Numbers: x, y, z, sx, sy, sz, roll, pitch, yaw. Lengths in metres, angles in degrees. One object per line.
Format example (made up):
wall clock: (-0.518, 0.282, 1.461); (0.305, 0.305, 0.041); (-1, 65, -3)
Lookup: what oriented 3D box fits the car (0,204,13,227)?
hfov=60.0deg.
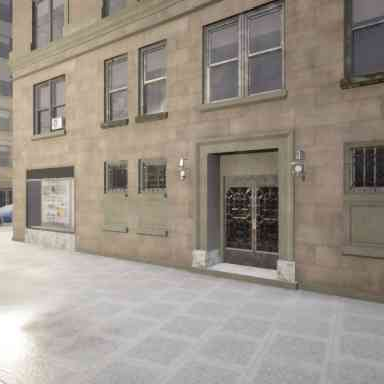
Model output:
car: (-11.905, 1.512, 23.049); (2.033, 1.411, 5.357); (0, 0, 39)
